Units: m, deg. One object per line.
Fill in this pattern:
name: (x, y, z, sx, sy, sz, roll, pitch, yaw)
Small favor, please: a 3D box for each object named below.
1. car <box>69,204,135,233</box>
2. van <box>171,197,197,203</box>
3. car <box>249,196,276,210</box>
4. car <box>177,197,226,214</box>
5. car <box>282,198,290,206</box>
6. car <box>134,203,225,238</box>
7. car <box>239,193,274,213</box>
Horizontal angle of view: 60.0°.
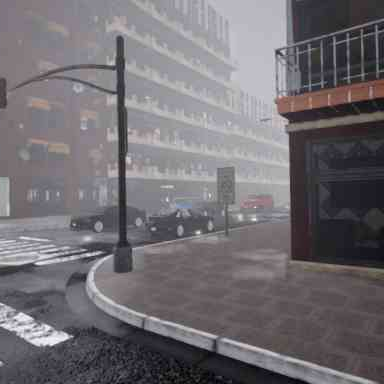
car: (-4.881, 1.472, 19.919, 1.882, 1.535, 5.008, -1, -1, 36)
van: (-0.399, 1.361, 30.423, 1.690, 1.788, 3.998, -1, -1, 36)
car: (9.327, 1.427, 44.014, 1.967, 1.590, 4.097, -1, -1, 36)
car: (1.167, 1.475, 28.368, 1.837, 1.490, 4.892, -1, -1, 35)
car: (15.713, 1.492, 52.935, 1.752, 1.417, 4.829, -1, -1, 36)
car: (-0.470, 1.433, 16.778, 2.008, 1.369, 4.403, -1, -1, 36)
car: (7.253, 1.171, 36.875, 2.150, 2.045, 5.566, -1, -1, 36)
